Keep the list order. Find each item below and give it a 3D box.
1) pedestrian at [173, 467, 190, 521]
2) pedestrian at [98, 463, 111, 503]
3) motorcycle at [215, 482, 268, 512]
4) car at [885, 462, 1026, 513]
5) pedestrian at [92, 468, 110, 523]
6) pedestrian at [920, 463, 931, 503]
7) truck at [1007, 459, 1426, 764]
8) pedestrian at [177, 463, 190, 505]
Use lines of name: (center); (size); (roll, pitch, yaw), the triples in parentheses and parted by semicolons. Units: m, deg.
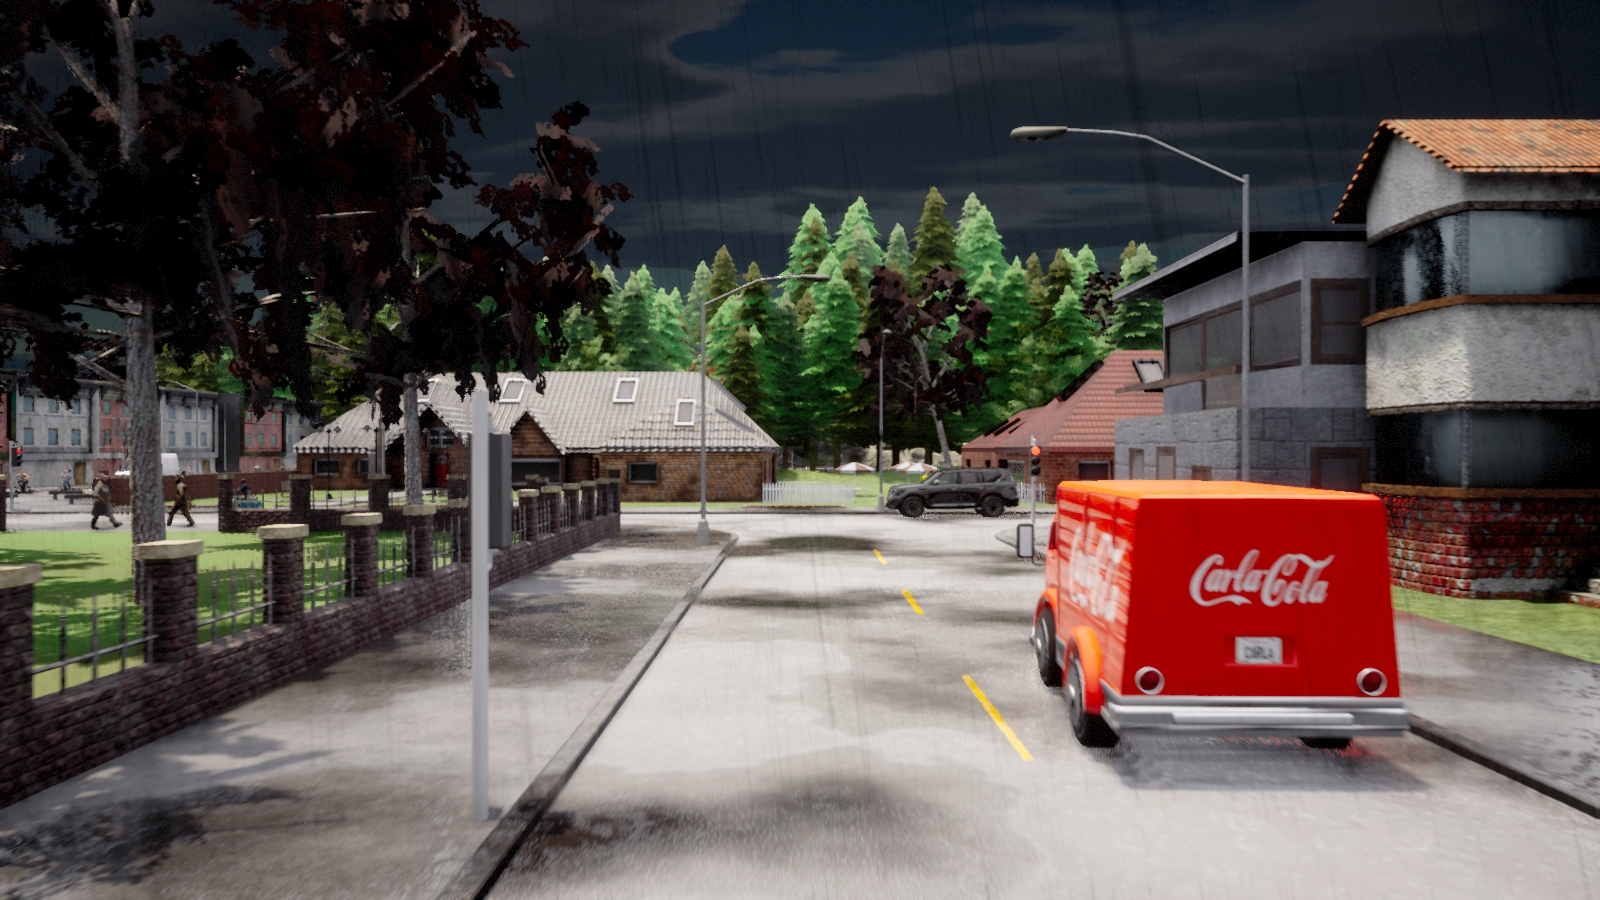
pedestrian: (-21.482, 1.524, 39.679); (0.375, 1.860, 0.375); (0, 0, -1)
pedestrian: (-32.455, 1.518, 53.309); (0.375, 1.860, 0.375); (0, 0, 1)
motorcycle: (-23.466, 1.963, 47.991); (1.805, 1.236, 0.856); (0, 0, 0)
car: (6.459, 1.558, 47.955); (5.566, 2.045, 2.150); (0, 0, -1)
pedestrian: (-23.643, 1.526, 38.655); (0.375, 1.860, 0.375); (0, 0, 2)
pedestrian: (5.827, 1.525, 53.132); (0.375, 1.860, 0.375); (0, 0, -39)
truck: (3.896, 1.346, 12.019); (2.627, 2.467, 5.204); (0, 0, 2)
pedestrian: (-27.660, 1.519, 51.267); (0.375, 1.860, 0.375); (0, 0, -5)
